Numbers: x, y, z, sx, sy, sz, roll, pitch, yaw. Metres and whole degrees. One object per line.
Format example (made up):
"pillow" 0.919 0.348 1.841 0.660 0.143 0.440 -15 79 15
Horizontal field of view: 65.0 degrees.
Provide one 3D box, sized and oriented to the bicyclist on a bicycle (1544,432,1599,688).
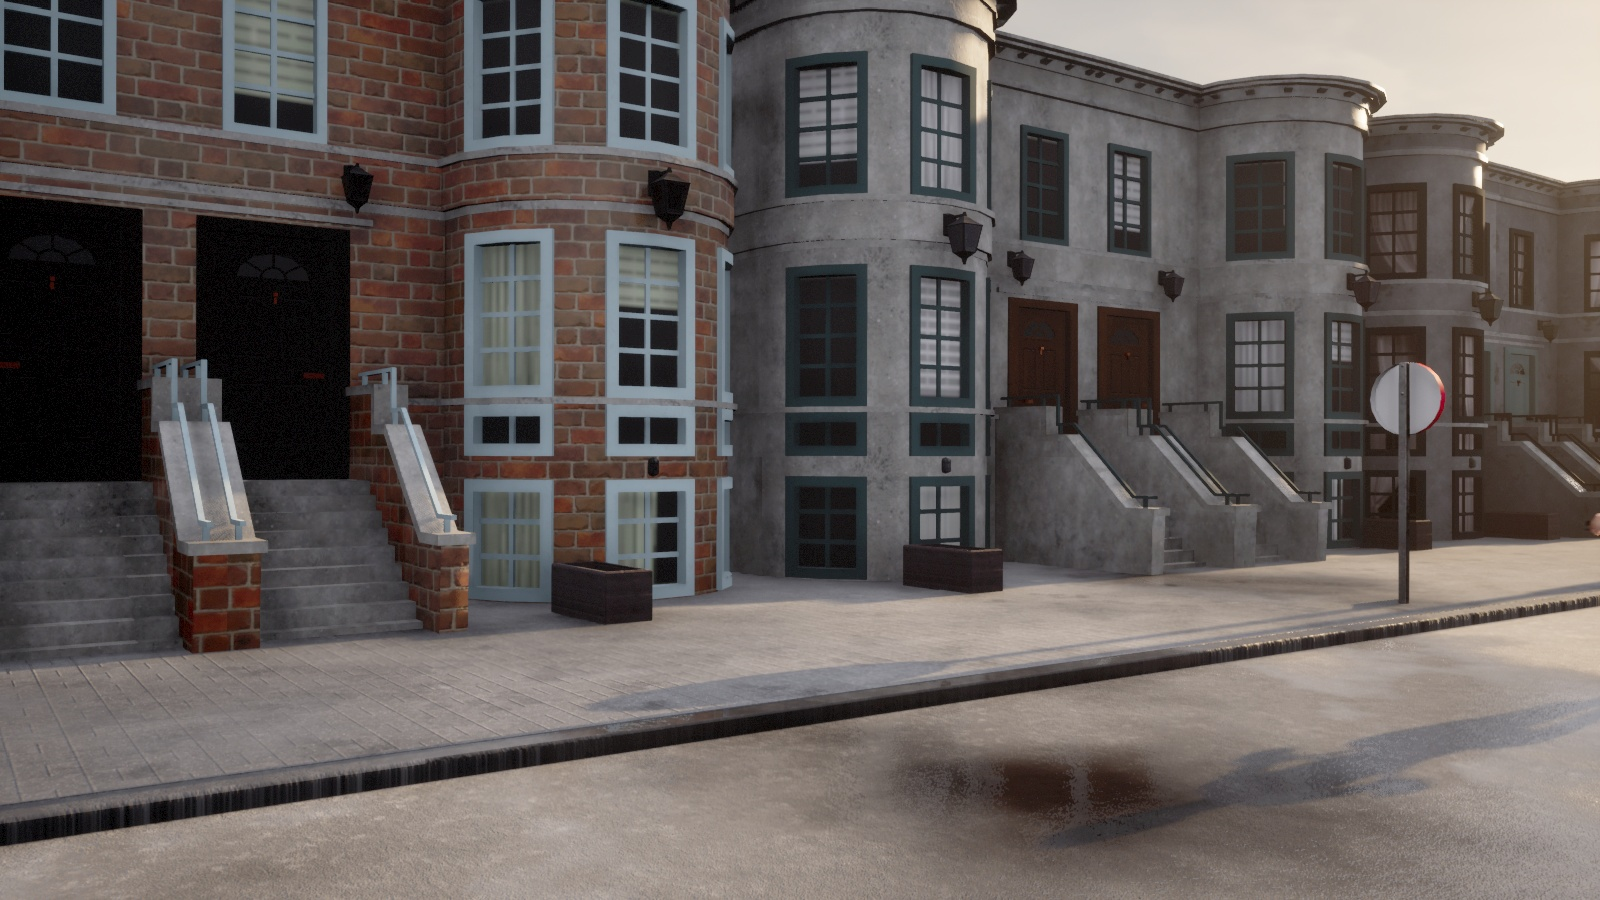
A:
"bicyclist on a bicycle" 5.702 0.689 8.229 1.509 1.612 0.866 0 0 -35
